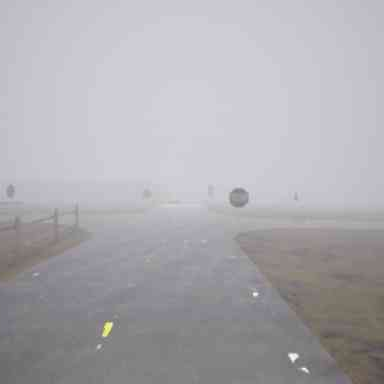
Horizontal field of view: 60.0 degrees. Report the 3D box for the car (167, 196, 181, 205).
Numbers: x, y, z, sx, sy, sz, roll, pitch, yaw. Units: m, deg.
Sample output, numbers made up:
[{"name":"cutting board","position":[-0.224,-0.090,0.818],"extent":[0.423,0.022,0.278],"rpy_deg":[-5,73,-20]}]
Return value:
[{"name":"car","position":[-2.759,1.364,52.092],"extent":[1.994,1.385,4.181],"rpy_deg":[0,1,0]}]
